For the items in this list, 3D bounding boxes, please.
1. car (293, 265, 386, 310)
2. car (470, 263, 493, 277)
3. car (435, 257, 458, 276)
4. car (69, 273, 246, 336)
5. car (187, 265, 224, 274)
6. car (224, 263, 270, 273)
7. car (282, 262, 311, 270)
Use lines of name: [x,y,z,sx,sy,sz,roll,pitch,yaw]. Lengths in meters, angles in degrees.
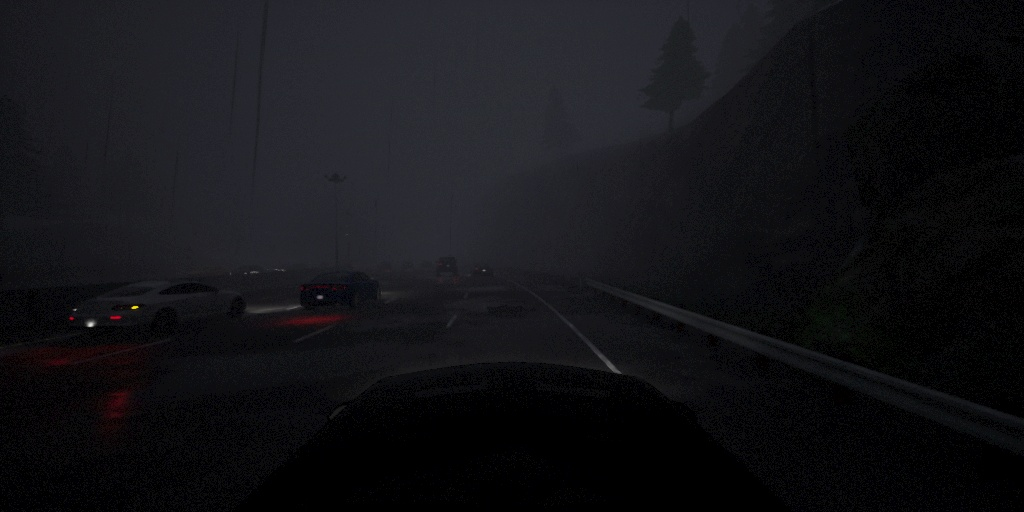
car: [-7.236,1.353,15.600,1.882,1.535,5.008,-1,0,-5]
car: [-3.117,1.377,36.594,1.994,1.385,4.181,-1,0,-12]
car: [-7.268,1.106,39.741,2.150,2.045,5.566,0,0,-14]
car: [-10.618,1.457,11.239,1.812,1.442,4.674,-1,0,-3]
car: [-32.427,1.783,38.375,1.882,1.535,5.008,-1,0,-13]
car: [-29.192,1.755,39.728,1.837,1.490,4.892,-1,0,-13]
car: [-27.450,1.750,46.020,1.812,1.442,4.674,-1,0,-16]
